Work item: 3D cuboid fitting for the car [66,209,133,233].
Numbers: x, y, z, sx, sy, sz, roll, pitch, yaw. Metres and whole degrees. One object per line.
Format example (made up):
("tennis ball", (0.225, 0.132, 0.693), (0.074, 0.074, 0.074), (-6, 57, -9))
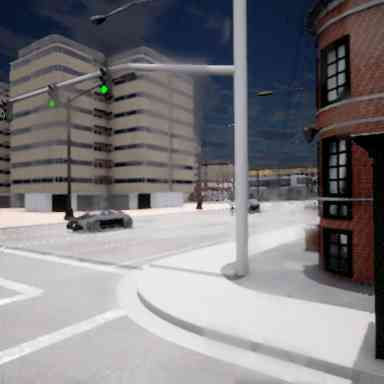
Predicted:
("car", (-5.767, 1.749, 21.104), (1.994, 1.385, 4.181), (-1, 0, 35))

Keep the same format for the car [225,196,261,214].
("car", (6.077, 1.541, 37.769), (2.097, 1.767, 4.553), (-1, 0, 36))

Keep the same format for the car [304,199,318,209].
("car", (17.632, 1.697, 47.844), (1.812, 1.442, 4.674), (-1, -1, 35))
